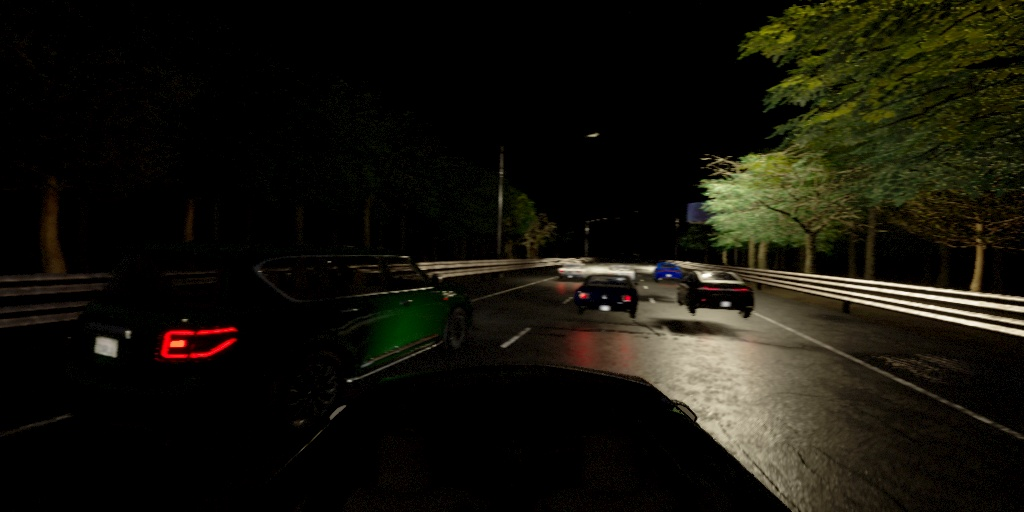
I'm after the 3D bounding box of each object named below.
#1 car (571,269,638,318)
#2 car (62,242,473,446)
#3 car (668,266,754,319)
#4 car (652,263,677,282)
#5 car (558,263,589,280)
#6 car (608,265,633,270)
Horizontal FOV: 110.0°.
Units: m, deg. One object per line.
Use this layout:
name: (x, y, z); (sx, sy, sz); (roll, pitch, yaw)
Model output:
car: (3.500, 1.297, 12.881); (1.895, 1.301, 4.718); (2, 0, 18)
car: (-2.592, 0.851, 5.591); (2.150, 2.045, 5.566); (2, 1, 19)
car: (7.312, 1.298, 13.278); (2.128, 1.511, 4.902); (1, -1, 18)
car: (12.667, 1.331, 29.469); (1.882, 1.535, 5.008); (2, 1, 18)
car: (5.028, 1.222, 28.659); (1.895, 1.301, 4.718); (2, 1, 18)
car: (8.340, 1.336, 27.534); (1.895, 1.301, 4.718); (2, 1, 18)
